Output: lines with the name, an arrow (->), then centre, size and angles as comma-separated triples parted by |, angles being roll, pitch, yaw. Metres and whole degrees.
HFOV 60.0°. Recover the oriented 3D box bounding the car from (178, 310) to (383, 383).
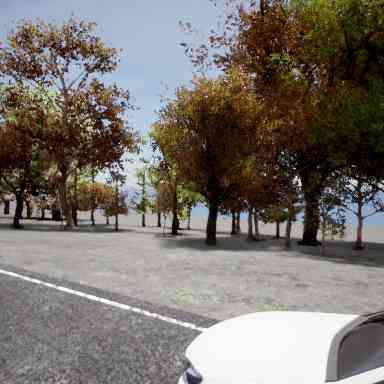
car -> 2.032, 1.526, 2.243 | 4.674, 1.442, 1.812 | 0, 0, 35
